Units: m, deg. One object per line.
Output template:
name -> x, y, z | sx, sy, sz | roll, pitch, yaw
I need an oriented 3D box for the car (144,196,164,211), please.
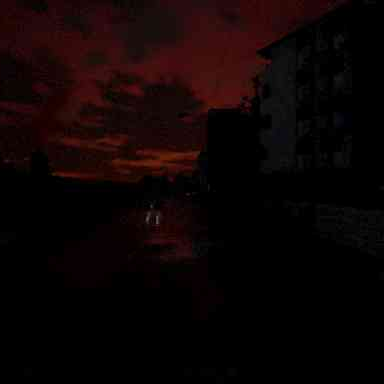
car -> -4.101, 1.197, 36.483 | 2.128, 1.511, 4.902 | 0, 0, 0

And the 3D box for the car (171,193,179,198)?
car -> -4.017, 0.791, 78.174 | 1.895, 1.301, 4.718 | 0, 0, 0

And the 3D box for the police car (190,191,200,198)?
police car -> 1.169, 0.717, 87.392 | 1.930, 1.638, 5.238 | 0, 0, 0
